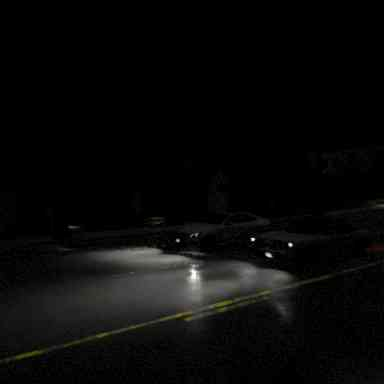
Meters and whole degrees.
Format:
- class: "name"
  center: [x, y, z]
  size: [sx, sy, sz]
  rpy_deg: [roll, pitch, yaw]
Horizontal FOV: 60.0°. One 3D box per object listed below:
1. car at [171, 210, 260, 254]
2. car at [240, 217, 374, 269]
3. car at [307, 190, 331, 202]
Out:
- class: "car"
  center: [1.373, 1.499, 13.593]
  size: [4.674, 1.442, 1.812]
  rpy_deg: [0, 0, -36]
- class: "car"
  center: [4.095, 1.571, 11.238]
  size: [4.718, 1.301, 1.895]
  rpy_deg: [0, 0, -36]
- class: "car"
  center: [16.348, 0.466, 43.247]
  size: [3.806, 1.475, 1.970]
  rpy_deg: [-3, 2, -35]
